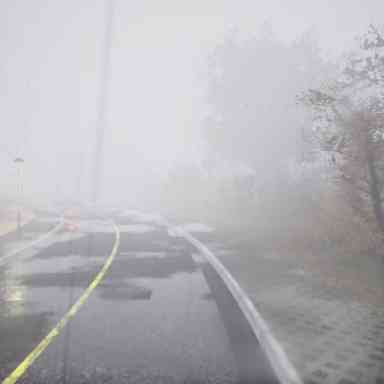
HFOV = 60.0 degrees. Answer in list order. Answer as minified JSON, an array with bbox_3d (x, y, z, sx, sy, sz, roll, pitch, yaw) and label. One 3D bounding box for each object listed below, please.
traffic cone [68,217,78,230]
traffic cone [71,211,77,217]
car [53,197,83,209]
[{"bbox_3d":[-7.014,1.895,19.465,0.340,0.580,0.340,0,1,17],"label":"traffic cone"},{"bbox_3d":[-8.429,1.845,24.066,0.340,0.580,0.340,0,1,-20],"label":"traffic cone"},{"bbox_3d":[-14.716,1.251,39.356,1.895,1.301,4.718,0,1,-43],"label":"car"}]
